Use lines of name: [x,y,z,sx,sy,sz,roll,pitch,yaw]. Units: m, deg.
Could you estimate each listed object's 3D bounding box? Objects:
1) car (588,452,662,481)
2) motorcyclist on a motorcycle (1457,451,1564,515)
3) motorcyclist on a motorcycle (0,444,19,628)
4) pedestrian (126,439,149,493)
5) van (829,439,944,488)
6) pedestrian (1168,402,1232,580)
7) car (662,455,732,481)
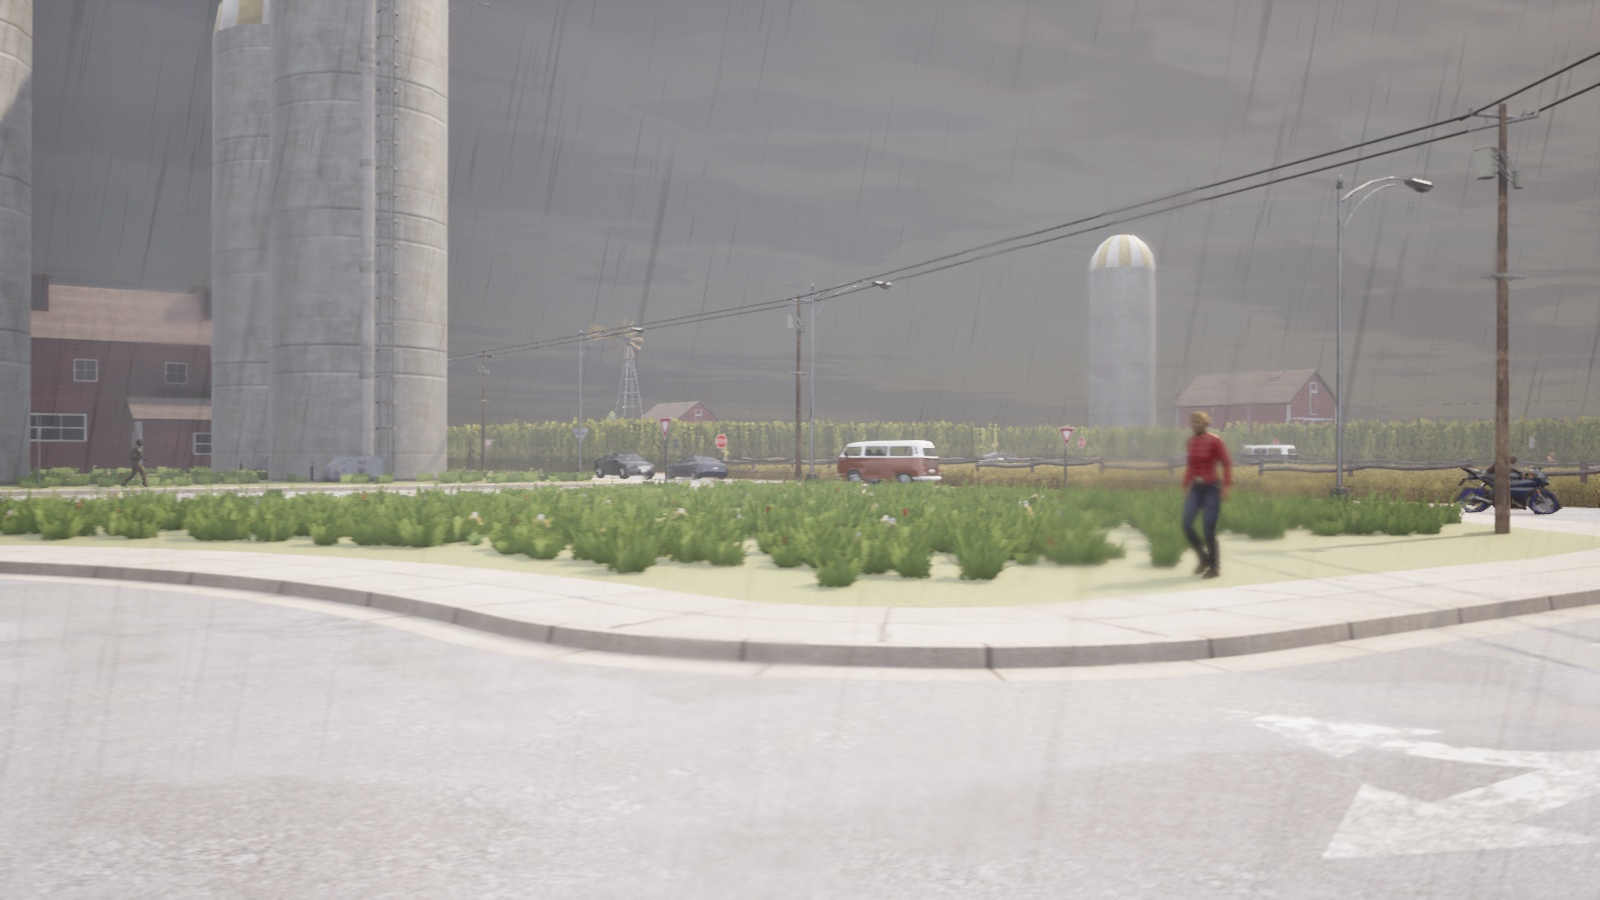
car: [-9.727,0.892,69.419,2.128,1.511,4.902,0,0,-34]
motorcyclist on a motorcycle: [17.646,0.807,31.225,2.191,1.530,0.866,0,-1,40]
motorcyclist on a motorcycle: [-7.824,0.742,11.123,1.817,1.590,0.866,0,0,33]
pedestrian: [-23.828,0.561,45.162,0.692,1.930,0.395,0,0,-32]
van: [3.711,0.594,54.135,4.480,2.038,2.069,0,-1,34]
pedestrian: [4.254,0.424,13.350,0.636,1.846,0.331,0,0,-35]
car: [-5.763,0.992,69.802,1.994,1.385,4.181,0,0,-35]
